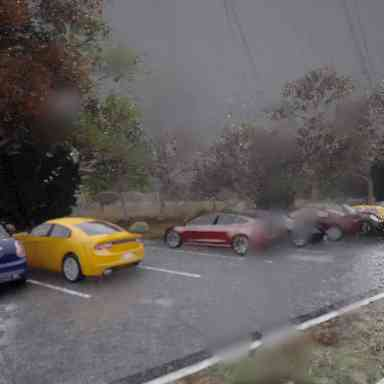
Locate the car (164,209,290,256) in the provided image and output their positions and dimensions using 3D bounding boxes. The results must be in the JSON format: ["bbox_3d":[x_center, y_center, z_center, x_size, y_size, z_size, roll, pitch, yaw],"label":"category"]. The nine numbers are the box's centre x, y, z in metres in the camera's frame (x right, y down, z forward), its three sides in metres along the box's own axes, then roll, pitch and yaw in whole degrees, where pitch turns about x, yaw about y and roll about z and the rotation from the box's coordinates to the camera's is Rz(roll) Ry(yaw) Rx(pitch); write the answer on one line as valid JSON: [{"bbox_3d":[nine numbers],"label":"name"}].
[{"bbox_3d":[1.092,1.537,13.342,4.792,1.488,2.163,-1,-1,34],"label":"car"}]

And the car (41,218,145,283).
[{"bbox_3d":[-3.653,1.508,9.816,5.008,1.535,2.097,-1,-1,34],"label":"car"}]

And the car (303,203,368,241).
[{"bbox_3d":[5.864,1.505,16.878,5.008,1.535,2.097,-1,-1,33],"label":"car"}]

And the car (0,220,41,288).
[{"bbox_3d":[-6.040,1.383,8.072,4.553,1.767,2.185,-1,-1,35],"label":"car"}]

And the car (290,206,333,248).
[{"bbox_3d":[3.527,1.535,15.085,4.792,1.488,2.163,-1,-1,33],"label":"car"}]

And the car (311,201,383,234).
[{"bbox_3d":[8.187,1.381,18.705,4.553,1.767,2.185,-1,-1,33],"label":"car"}]
